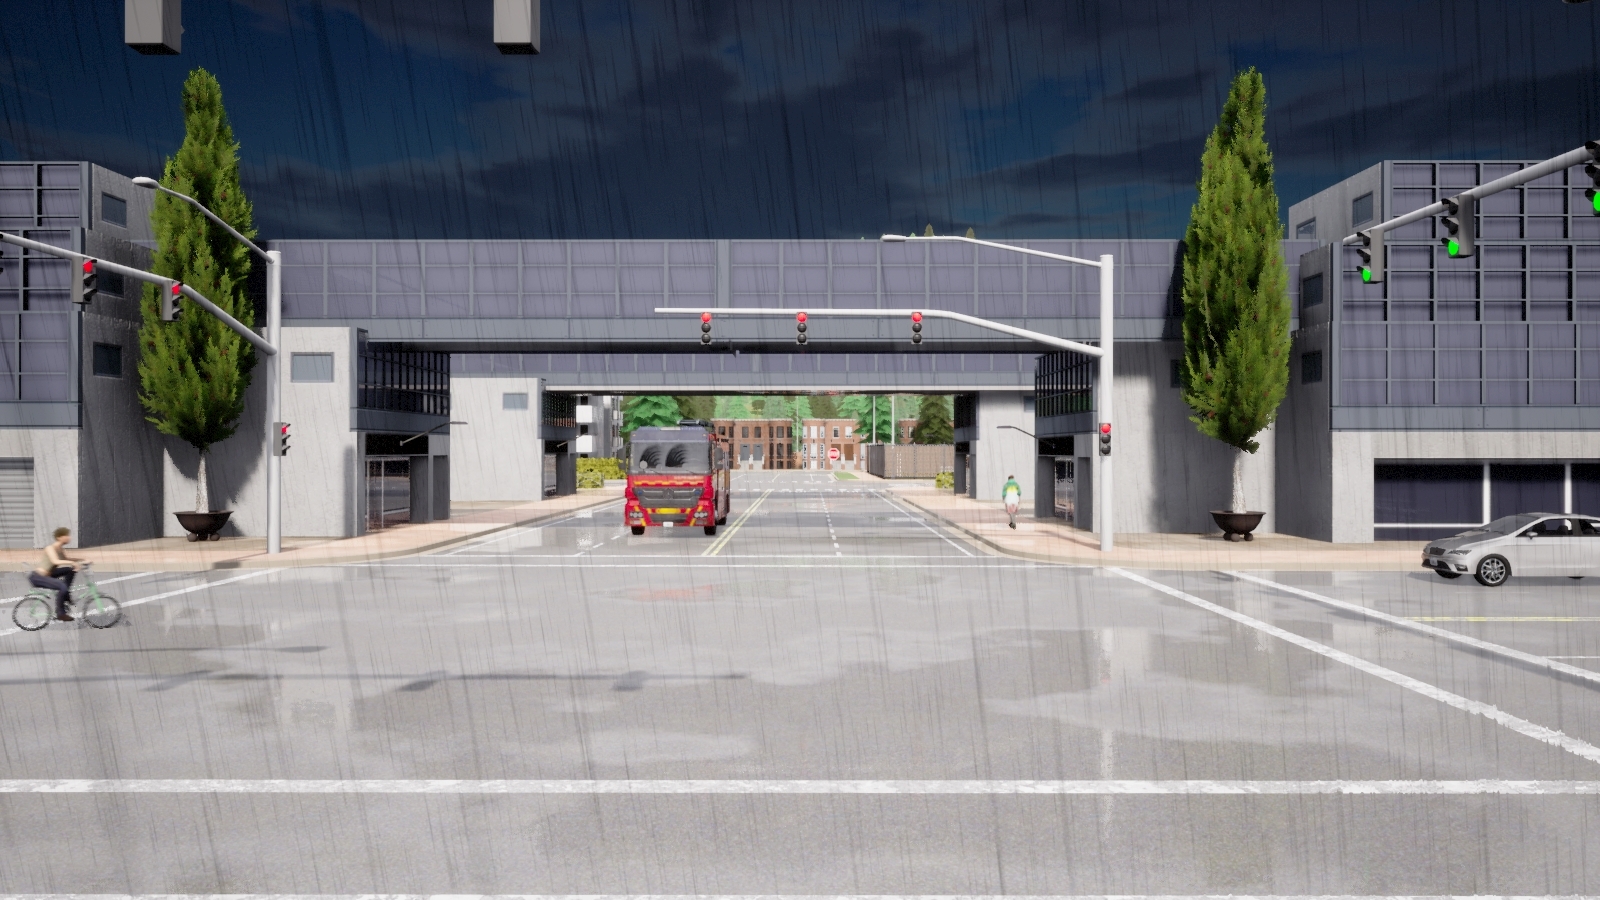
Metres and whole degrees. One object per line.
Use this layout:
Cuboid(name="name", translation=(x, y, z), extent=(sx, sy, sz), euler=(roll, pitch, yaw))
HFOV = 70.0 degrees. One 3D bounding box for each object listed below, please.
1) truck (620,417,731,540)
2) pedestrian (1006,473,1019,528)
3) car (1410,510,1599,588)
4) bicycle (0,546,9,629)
Cuboid(name="truck", translation=(-4.133, 0.890, 39.814), extent=(2.891, 3.827, 8.468), euler=(0, 0, 0))
Cuboid(name="pedestrian", translation=(7.167, 1.698, 38.575), extent=(0.375, 1.860, 0.375), euler=(0, 0, 2))
Cuboid(name="car", translation=(15.490, 2.066, 24.189), extent=(4.193, 1.474, 1.816), euler=(0, 0, 0))
Cuboid(name="bicycle", translation=(-13.253, 2.158, 17.645), extent=(1.487, 1.276, 0.859), euler=(0, 0, 2))
